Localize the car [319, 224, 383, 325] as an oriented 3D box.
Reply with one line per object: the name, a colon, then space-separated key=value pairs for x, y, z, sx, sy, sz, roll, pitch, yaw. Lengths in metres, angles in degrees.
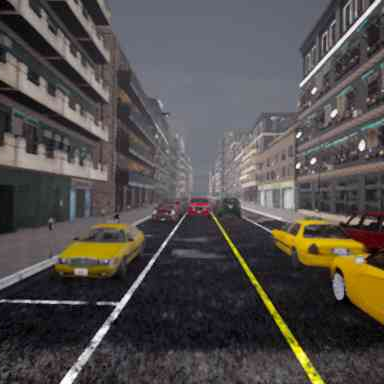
car: x=3.965 y=1.578 z=5.382 sx=1.882 sy=1.535 sz=5.008 roll=1 pitch=0 yaw=1

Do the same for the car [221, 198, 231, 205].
car: x=7.306 y=2.125 z=72.096 sx=1.887 sy=1.381 sz=4.507 roll=1 pitch=0 yaw=1

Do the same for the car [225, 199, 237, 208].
car: x=7.048 y=2.032 z=60.997 sx=1.752 sy=1.417 sz=4.829 roll=1 pitch=0 yaw=1

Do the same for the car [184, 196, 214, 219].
car: x=0.694 y=1.443 z=32.288 sx=2.150 sy=2.045 sz=5.566 roll=1 pitch=0 yaw=1

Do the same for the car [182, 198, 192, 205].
car: x=-1.071 y=1.991 z=72.296 sx=1.887 sy=1.381 sz=4.507 roll=1 pitch=0 yaw=1

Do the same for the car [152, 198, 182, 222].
car: x=-2.117 y=1.584 z=27.219 sx=1.967 sy=1.590 sz=4.097 roll=1 pitch=0 yaw=1

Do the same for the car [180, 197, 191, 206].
car: x=-1.200 y=1.849 z=66.661 sx=1.967 sy=1.590 sz=4.097 roll=1 pitch=0 yaw=1

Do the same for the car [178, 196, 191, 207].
car: x=-1.328 y=1.687 z=61.028 sx=2.192 sy=1.841 sz=5.009 roll=1 pitch=0 yaw=1

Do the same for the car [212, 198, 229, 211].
car: x=4.041 y=1.722 z=47.116 sx=2.097 sy=1.767 sz=4.553 roll=1 pitch=0 yaw=1

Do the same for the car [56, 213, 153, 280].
car: x=-2.515 y=1.552 z=10.143 sx=1.752 sy=1.417 sz=4.829 roll=1 pitch=0 yaw=1

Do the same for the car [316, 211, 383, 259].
car: x=5.870 y=1.477 z=10.115 sx=2.192 sy=1.841 sz=5.009 roll=1 pitch=0 yaw=1

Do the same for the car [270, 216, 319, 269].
car: x=4.038 y=1.598 z=11.564 sx=1.801 sy=1.575 sz=5.366 roll=1 pitch=0 yaw=1

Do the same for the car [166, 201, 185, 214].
car: x=-1.858 y=1.802 z=38.488 sx=1.802 sy=1.307 sz=4.206 roll=1 pitch=0 yaw=1

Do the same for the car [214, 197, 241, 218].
car: x=3.762 y=1.506 z=34.162 sx=2.150 sy=2.045 sz=5.566 roll=1 pitch=0 yaw=2

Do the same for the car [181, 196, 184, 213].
car: x=-1.983 y=1.497 z=32.854 sx=2.192 sy=1.841 sz=5.009 roll=1 pitch=0 yaw=1

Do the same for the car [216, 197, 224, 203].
car: x=7.830 y=2.279 z=94.634 sx=2.008 sy=1.369 sz=4.403 roll=1 pitch=0 yaw=1
